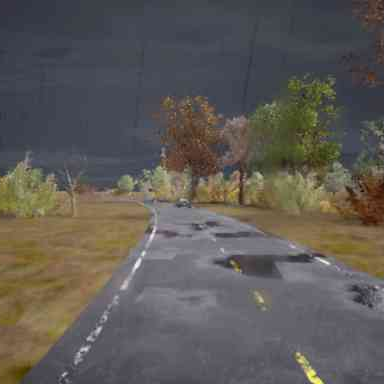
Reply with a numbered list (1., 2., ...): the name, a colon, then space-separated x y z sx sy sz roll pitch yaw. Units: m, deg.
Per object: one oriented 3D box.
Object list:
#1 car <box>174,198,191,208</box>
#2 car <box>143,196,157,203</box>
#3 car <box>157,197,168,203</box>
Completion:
1. car: -1.435 1.560 48.868 1.812 1.442 4.674 0 0 -10
2. car: -8.986 1.547 68.461 1.837 1.490 4.892 0 0 -15
3. car: -6.318 1.647 70.082 1.895 1.301 4.718 0 0 -16
